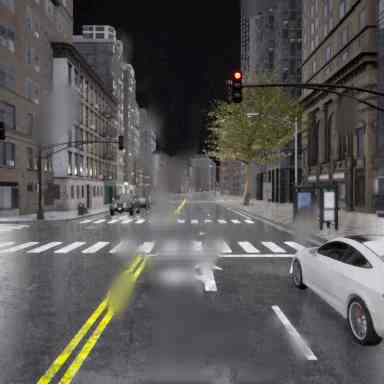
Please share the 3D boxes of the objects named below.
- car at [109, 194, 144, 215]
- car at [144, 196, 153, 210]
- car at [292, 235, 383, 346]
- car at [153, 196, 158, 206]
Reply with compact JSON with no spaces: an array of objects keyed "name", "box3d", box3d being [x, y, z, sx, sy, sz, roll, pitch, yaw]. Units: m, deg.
[{"name":"car","box3d":[-6.601,1.197,33.322,2.150,2.045,5.566,0,0,1]},{"name":"car","box3d":[-6.638,1.436,43.433,1.882,1.535,5.008,0,0,0]},{"name":"car","box3d":[3.344,1.524,6.212,1.812,1.442,4.674,0,0,0]},{"name":"car","box3d":[-6.639,1.420,53.751,2.128,1.511,4.902,0,0,0]}]
